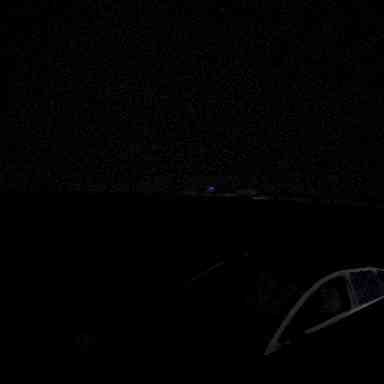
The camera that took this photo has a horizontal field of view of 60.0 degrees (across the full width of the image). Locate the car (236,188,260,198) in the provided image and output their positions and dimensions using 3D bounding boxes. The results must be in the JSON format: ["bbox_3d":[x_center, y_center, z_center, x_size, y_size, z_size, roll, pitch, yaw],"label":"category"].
[{"bbox_3d":[9.782,0.183,57.781,1.812,1.442,4.674,-3,3,-35],"label":"car"}]

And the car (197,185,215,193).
[{"bbox_3d":[2.927,-0.704,72.333,2.097,1.767,4.553,-3,4,-35],"label":"car"}]

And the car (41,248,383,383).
[{"bbox_3d":[0.948,1.484,3.747,4.902,1.511,2.128,0,0,-36],"label":"car"}]

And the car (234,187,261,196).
[{"bbox_3d":[10.285,-0.085,61.997,2.128,1.511,4.902,-3,4,-35],"label":"car"}]
